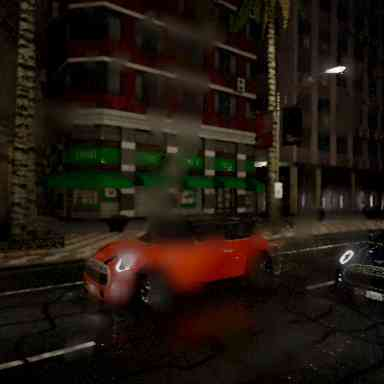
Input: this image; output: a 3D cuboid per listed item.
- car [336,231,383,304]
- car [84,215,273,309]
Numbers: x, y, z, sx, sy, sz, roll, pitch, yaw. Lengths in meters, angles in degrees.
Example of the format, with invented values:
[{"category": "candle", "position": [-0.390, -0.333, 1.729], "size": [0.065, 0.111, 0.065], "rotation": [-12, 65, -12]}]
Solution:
[{"category": "car", "position": [5.399, 1.446, 7.725], "size": [4.553, 1.767, 2.097], "rotation": [1, 0, -34]}, {"category": "car", "position": [-0.186, 1.399, 8.096], "size": [4.553, 1.767, 2.097], "rotation": [1, 0, -35]}]
